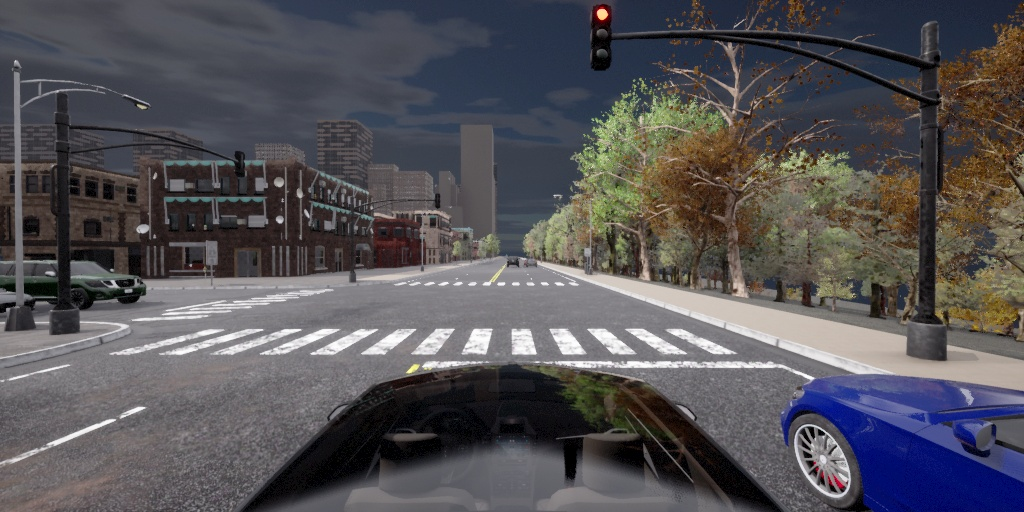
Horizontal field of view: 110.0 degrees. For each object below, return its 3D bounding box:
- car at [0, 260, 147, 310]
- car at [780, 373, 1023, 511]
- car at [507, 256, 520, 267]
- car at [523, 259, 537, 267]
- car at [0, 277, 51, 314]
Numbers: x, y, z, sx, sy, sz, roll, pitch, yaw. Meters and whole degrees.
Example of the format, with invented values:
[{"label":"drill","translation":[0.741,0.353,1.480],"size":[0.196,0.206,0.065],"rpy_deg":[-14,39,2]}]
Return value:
[{"label":"car","translation":[-19.311,1.186,15.486],"size":[5.566,2.045,2.150],"rpy_deg":[-1,1,0]},{"label":"car","translation":[3.346,1.276,1.343],"size":[1.812,1.442,4.674],"rpy_deg":[0,0,2]},{"label":"car","translation":[0.218,0.948,63.727],"size":[2.150,2.045,5.566],"rpy_deg":[0,0,1]},{"label":"car","translation":[3.470,1.218,63.887],"size":[2.128,1.511,4.902],"rpy_deg":[0,0,0]},{"label":"car","translation":[-19.926,1.565,12.784],"size":[4.313,1.339,1.948],"rpy_deg":[0,0,0]}]
